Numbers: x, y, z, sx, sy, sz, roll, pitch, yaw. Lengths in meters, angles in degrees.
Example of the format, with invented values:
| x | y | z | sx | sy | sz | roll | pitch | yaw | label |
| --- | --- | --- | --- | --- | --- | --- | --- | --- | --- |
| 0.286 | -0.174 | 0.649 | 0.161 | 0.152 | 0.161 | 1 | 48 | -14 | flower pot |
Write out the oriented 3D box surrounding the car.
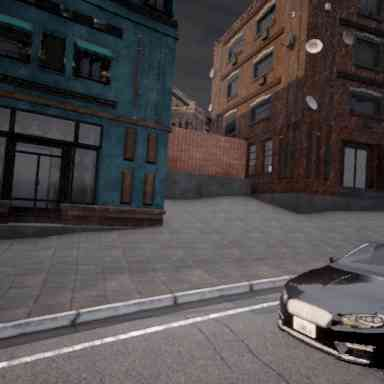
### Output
| x | y | z | sx | sy | sz | roll | pitch | yaw | label |
| --- | --- | --- | --- | --- | --- | --- | --- | --- | --- |
| 3.655 | 1.549 | 5.560 | 4.902 | 1.511 | 2.128 | 1 | -1 | -28 | car |
